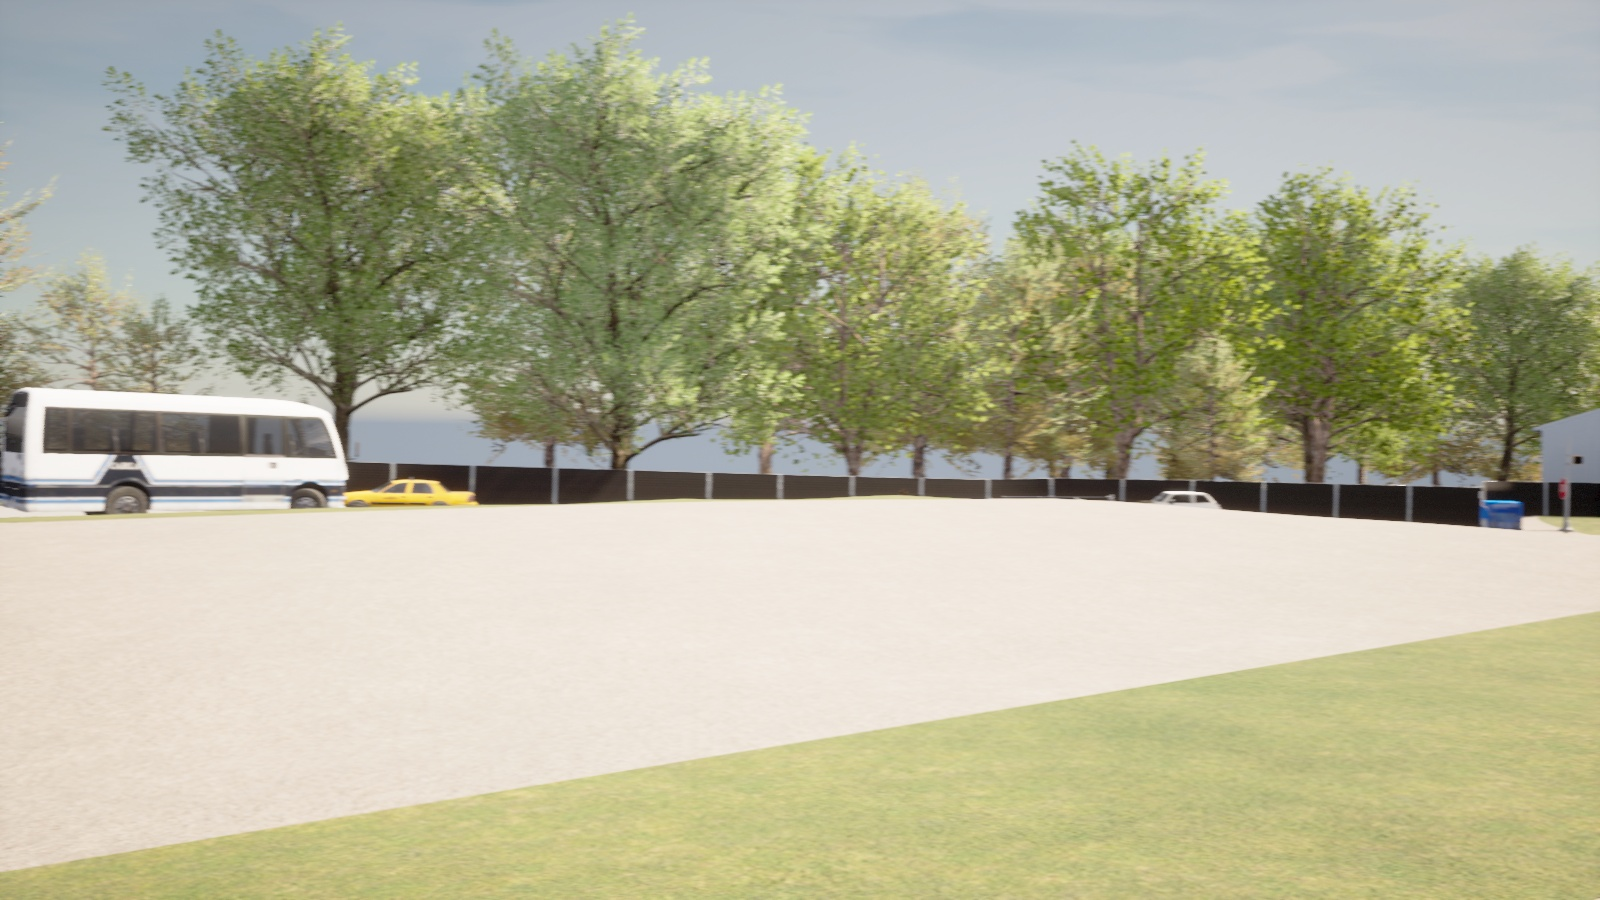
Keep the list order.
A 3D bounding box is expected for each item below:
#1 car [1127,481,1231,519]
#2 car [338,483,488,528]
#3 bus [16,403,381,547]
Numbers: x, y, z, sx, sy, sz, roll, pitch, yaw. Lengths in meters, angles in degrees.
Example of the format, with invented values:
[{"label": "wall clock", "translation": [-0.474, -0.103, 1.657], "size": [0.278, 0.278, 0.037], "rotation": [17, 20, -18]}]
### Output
[{"label": "car", "translation": [16.023, 2.112, 53.219], "size": [3.806, 1.475, 1.970], "rotation": [0, 1, 0]}, {"label": "car", "translation": [-14.651, 2.078, 47.705], "size": [5.366, 1.575, 1.801], "rotation": [0, 1, -17]}, {"label": "bus", "translation": [-19.843, 0.754, 42.032], "size": [10.273, 4.253, 3.944], "rotation": [0, 0, -43]}]
